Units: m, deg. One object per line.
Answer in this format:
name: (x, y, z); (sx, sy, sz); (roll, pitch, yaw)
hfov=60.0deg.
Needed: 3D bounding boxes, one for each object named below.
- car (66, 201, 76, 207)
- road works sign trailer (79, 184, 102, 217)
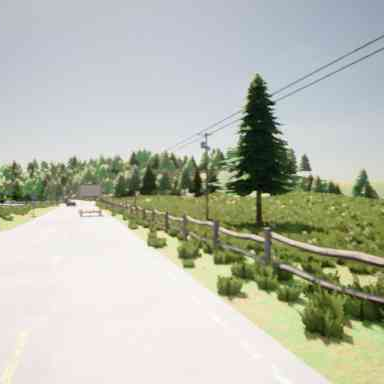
car: (-24.541, 2.388, 67.524); (1.895, 1.301, 4.718); (0, -1, -18)
road works sign trailer: (-11.264, 0.880, 36.935); (2.380, 3.560, 2.880); (0, -1, -18)
